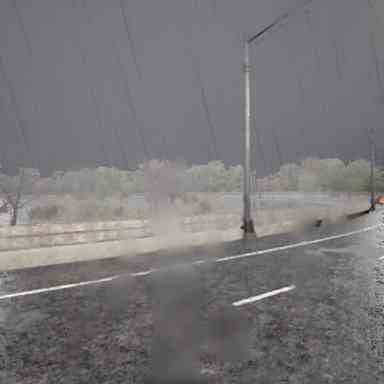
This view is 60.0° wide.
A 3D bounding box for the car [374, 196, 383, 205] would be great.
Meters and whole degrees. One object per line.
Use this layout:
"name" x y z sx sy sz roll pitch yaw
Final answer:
"car" 36.955 1.567 64.507 2.097 1.767 4.553 0 0 15
